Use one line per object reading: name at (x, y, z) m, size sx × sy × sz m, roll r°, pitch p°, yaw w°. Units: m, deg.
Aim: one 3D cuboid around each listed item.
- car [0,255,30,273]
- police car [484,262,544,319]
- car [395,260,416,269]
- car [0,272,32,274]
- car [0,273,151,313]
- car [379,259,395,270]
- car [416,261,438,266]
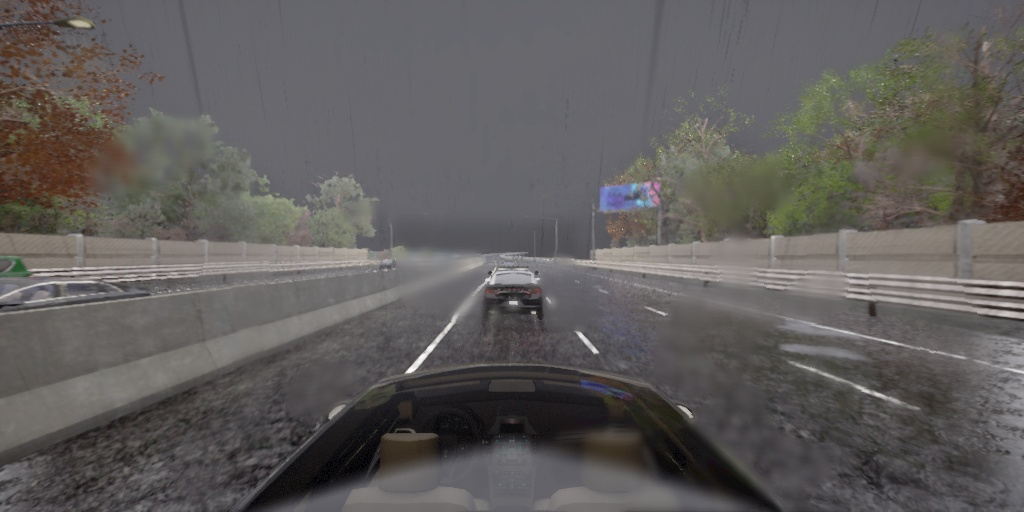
car at (-17.628, 0.976, 10.129) m, size 2.150 × 2.045 × 5.566 m, roll 0°, pitch 0°, yaw 0°
police car at (0.052, 1.173, 13.022) m, size 1.930 × 1.638 × 5.238 m, roll 0°, pitch 0°, yaw 0°
car at (-14.790, 1.303, 51.399) m, size 1.994 × 1.385 × 4.181 m, roll 0°, pitch 0°, yaw -1°
car at (-14.126, 1.301, 9.774) m, size 2.033 × 1.411 × 5.357 m, roll 0°, pitch 0°, yaw 0°
car at (-10.619, 1.244, 7.654) m, size 2.128 × 1.511 × 4.902 m, roll 0°, pitch 0°, yaw 0°
car at (-18.345, 1.216, 53.737) m, size 1.882 × 1.535 × 5.008 m, roll 0°, pitch 0°, yaw -1°
car at (-11.228, 1.341, 49.099) m, size 1.895 × 1.301 × 4.718 m, roll 0°, pitch 0°, yaw -1°
